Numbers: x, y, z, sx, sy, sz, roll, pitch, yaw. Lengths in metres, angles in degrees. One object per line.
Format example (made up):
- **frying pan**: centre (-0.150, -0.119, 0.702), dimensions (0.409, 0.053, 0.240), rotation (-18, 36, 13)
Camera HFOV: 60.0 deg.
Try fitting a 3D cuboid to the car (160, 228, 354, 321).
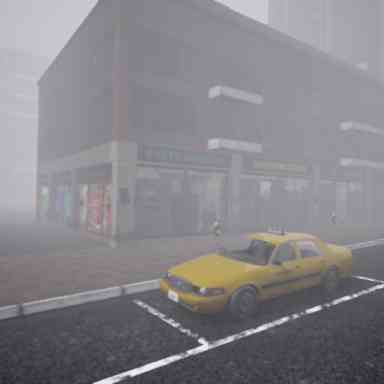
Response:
- **car**: centre (1.644, 1.500, 7.243), dimensions (4.829, 1.417, 1.752), rotation (0, 2, -35)
